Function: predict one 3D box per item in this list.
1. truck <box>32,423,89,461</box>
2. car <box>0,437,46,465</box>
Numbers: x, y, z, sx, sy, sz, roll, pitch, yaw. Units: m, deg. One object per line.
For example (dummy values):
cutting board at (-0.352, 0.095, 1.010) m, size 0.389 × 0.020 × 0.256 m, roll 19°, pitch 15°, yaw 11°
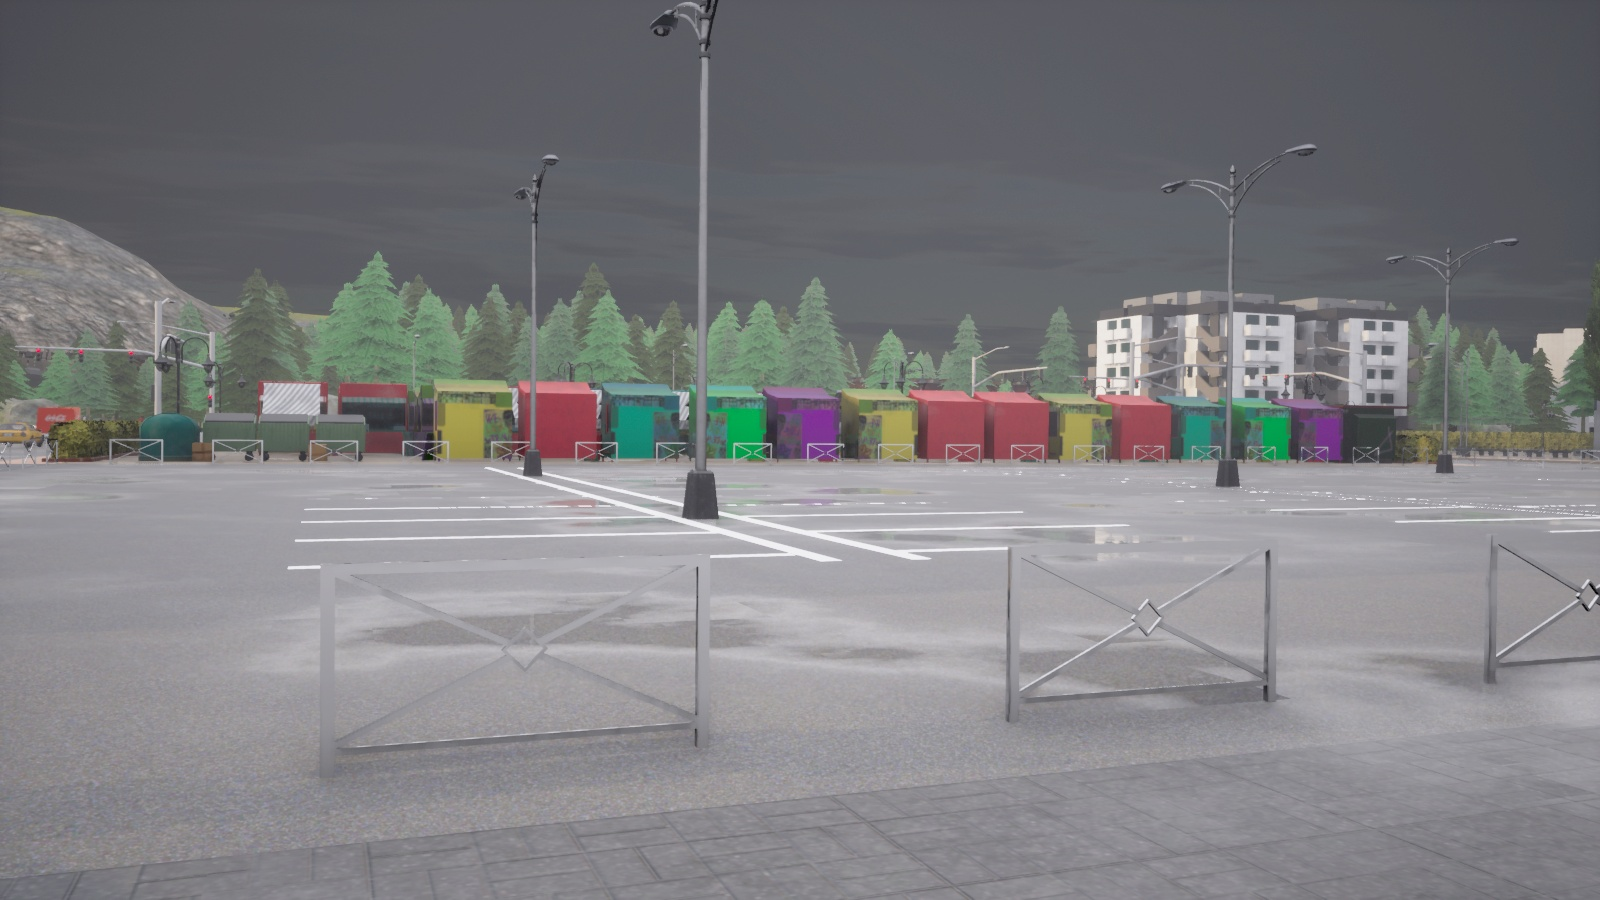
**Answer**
truck at (-50.122, -0.584, 85.217) m, size 2.627 × 2.467 × 5.204 m, roll -1°, pitch 1°, yaw -23°
car at (-45.102, 0.038, 72.482) m, size 1.801 × 1.575 × 5.366 m, roll -1°, pitch 1°, yaw -21°
